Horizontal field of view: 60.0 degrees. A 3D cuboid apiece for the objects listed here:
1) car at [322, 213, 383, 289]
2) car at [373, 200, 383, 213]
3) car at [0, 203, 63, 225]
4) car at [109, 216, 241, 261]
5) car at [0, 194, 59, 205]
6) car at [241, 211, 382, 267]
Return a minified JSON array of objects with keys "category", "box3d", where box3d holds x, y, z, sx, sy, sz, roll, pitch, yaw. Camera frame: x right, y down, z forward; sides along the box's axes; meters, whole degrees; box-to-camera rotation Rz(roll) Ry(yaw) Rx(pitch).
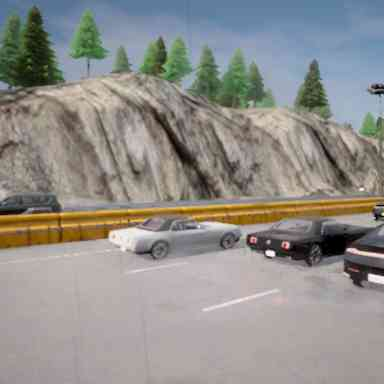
[{"category":"car","box3d":[5.417,1.375,7.605,4.902,1.511,2.128,-1,1,-35]},{"category":"car","box3d":[14.032,1.166,22.345,4.902,1.511,2.128,-1,1,-35]},{"category":"car","box3d":[-9.023,1.549,18.926,4.718,1.301,1.895,-1,1,-35]},{"category":"car","box3d":[-0.422,1.511,12.040,4.718,1.301,1.895,-1,1,-35]},{"category":"car","box3d":[-11.364,1.170,21.561,5.566,2.045,2.150,-1,0,-35]},{"category":"car","box3d":[4.091,1.472,10.957,4.718,1.301,1.895,-1,1,-35]}]
